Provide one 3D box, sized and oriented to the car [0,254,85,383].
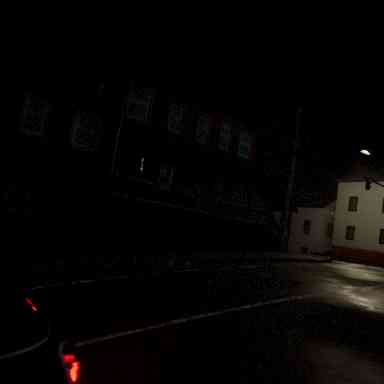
[{"bbox_3d":[-2.990,1.349,1.858,4.553,1.767,2.097,-1,0,-36],"label":"car"}]
